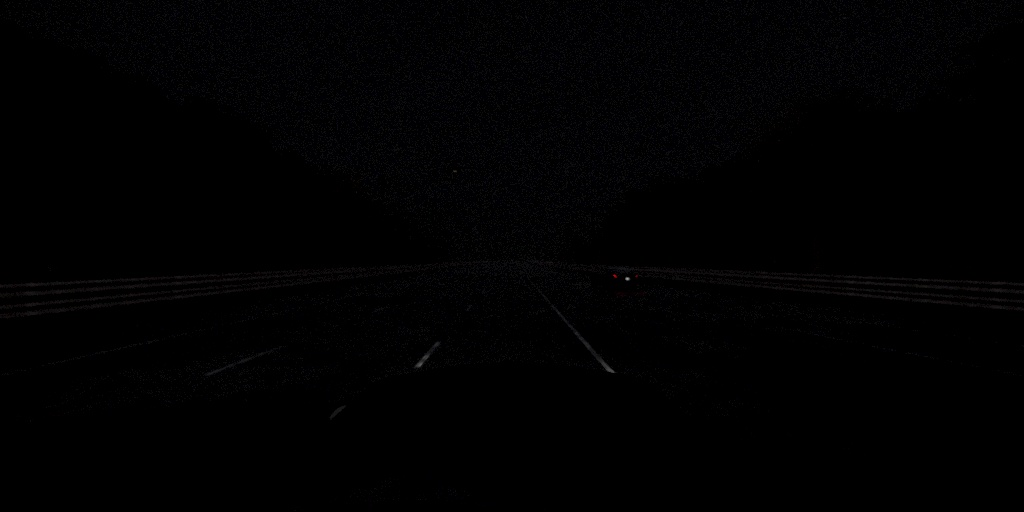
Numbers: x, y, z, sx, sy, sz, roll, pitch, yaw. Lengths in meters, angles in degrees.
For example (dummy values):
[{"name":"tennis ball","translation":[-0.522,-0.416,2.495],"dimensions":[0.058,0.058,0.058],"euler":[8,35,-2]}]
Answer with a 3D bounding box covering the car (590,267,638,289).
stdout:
[{"name":"car","translation":[7.230,1.541,25.842],"dimensions":[2.163,1.488,4.792],"euler":[0,0,-9]}]
